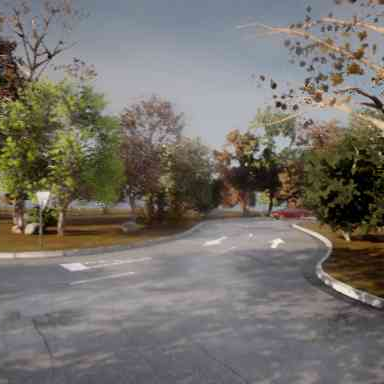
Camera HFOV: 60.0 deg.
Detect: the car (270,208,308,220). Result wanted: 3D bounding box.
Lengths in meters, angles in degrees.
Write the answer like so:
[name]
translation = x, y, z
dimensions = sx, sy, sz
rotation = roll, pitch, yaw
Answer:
[car]
translation = 12.424, 2.766, 42.670
dimensions = 5.008, 1.535, 1.882
rotation = 1, -2, -17
